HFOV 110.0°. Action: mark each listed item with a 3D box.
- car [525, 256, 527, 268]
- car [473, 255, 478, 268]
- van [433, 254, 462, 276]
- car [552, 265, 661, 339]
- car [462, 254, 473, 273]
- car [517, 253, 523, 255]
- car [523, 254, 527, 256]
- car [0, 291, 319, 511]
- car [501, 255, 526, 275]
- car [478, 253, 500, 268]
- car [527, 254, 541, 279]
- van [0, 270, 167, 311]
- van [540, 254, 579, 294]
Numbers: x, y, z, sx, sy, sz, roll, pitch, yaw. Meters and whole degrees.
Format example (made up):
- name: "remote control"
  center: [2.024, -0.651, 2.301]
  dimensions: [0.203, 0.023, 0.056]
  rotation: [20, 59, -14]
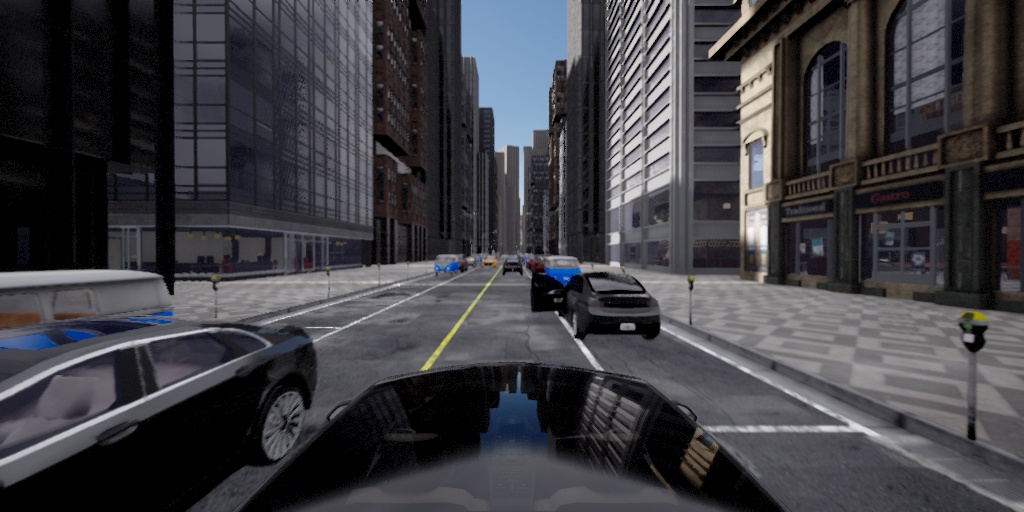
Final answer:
- name: "car"
  center: [2.787, 0.886, 42.828]
  dimensions: [1.888, 1.381, 4.507]
  rotation: [0, 0, 0]
- name: "car"
  center: [-5.734, 0.836, 48.432]
  dimensions: [2.007, 1.370, 4.403]
  rotation: [0, 0, 0]
- name: "van"
  center: [-5.745, 0.792, 31.605]
  dimensions: [1.690, 1.789, 3.998]
  rotation: [0, 0, 0]
- name: "car"
  center: [2.359, 1.174, 9.729]
  dimensions: [1.837, 1.490, 4.892]
  rotation: [0, 1, 0]
- name: "car"
  center: [-5.741, 0.711, 37.214]
  dimensions: [2.192, 1.841, 5.009]
  rotation: [0, 0, 0]
- name: "car"
  center: [0.074, 0.764, 49.637]
  dimensions: [2.128, 1.511, 4.902]
  rotation: [0, 0, 1]
- name: "car"
  center: [2.791, 0.725, 48.436]
  dimensions: [1.967, 1.591, 4.097]
  rotation: [0, 0, 0]
- name: "car"
  center: [-3.100, 1.238, 2.072]
  dimensions: [2.128, 1.511, 4.902]
  rotation: [0, 1, 0]
- name: "car"
  center: [0.072, 0.939, 33.518]
  dimensions: [1.837, 1.490, 4.892]
  rotation: [0, 1, 1]
- name: "car"
  center: [-2.973, 0.786, 47.615]
  dimensions: [1.882, 1.535, 5.008]
  rotation: [0, 0, 0]
- name: "car"
  center: [2.780, 0.766, 31.610]
  dimensions: [2.192, 1.841, 5.009]
  rotation: [0, 0, 0]
- name: "van"
  center: [-5.762, 1.072, 3.559]
  dimensions: [1.690, 1.789, 3.998]
  rotation: [0, 0, 0]
- name: "van"
  center: [2.774, 0.903, 20.392]
  dimensions: [1.690, 1.789, 3.998]
  rotation: [0, 0, 0]
